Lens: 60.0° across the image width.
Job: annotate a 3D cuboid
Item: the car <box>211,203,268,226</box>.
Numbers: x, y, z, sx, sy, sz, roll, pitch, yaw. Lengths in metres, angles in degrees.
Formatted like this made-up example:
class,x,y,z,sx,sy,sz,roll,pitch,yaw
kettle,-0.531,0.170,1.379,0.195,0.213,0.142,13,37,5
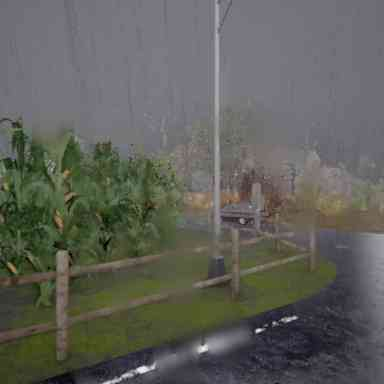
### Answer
class,x,y,z,sx,sy,sz,roll,pitch,yaw
car,3.393,1.609,24.555,1.837,1.490,4.892,0,0,-35

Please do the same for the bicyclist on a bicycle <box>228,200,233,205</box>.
class,x,y,z,sx,sy,sz,roll,pitch,yaw
bicyclist on a bicycle,3.478,1.578,29.711,1.656,1.620,0.582,0,0,-35
